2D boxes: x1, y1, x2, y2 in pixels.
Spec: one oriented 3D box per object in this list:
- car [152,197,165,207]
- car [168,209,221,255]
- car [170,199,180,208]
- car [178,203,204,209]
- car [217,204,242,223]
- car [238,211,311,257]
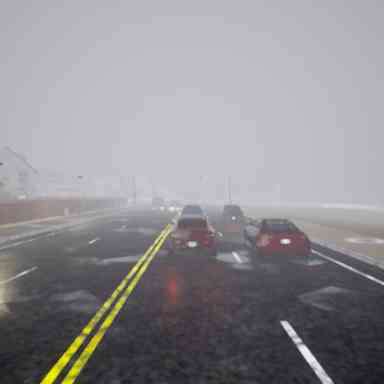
[{"bbox_3d":[-6.449,1.951,65.354,2.150,2.045,5.566,0,-1,0],"label":"car"},{"bbox_3d":[0.032,1.671,13.889,1.812,1.442,4.674,0,0,0],"label":"car"},{"bbox_3d":[-3.208,2.208,64.542,2.128,1.511,4.902,0,-1,0],"label":"car"},{"bbox_3d":[0.048,1.789,29.237,1.882,1.535,5.008,0,0,0],"label":"car"},{"bbox_3d":[3.291,1.810,28.510,1.837,1.490,4.892,0,0,0],"label":"car"},{"bbox_3d":[3.279,1.707,13.581,1.994,1.385,4.181,0,-1,1],"label":"car"}]
